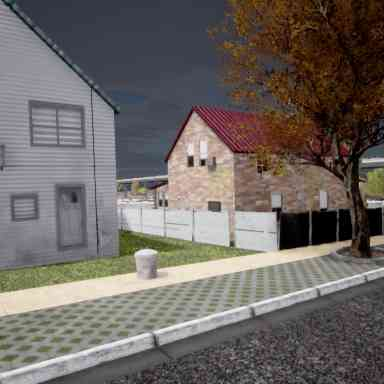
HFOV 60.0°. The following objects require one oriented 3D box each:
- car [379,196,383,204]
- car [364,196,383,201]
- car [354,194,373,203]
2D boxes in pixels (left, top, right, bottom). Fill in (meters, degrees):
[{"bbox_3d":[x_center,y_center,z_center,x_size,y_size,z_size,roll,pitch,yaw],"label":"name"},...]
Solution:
[{"bbox_3d":[38.487,1.600,64.512,1.837,1.490,4.892,-2,0,0],"label":"car"},{"bbox_3d":[28.557,1.828,52.489,1.882,1.535,5.008,-2,-1,1],"label":"car"},{"bbox_3d":[38.571,1.440,74.914,2.097,1.767,4.553,-2,0,0],"label":"car"}]
